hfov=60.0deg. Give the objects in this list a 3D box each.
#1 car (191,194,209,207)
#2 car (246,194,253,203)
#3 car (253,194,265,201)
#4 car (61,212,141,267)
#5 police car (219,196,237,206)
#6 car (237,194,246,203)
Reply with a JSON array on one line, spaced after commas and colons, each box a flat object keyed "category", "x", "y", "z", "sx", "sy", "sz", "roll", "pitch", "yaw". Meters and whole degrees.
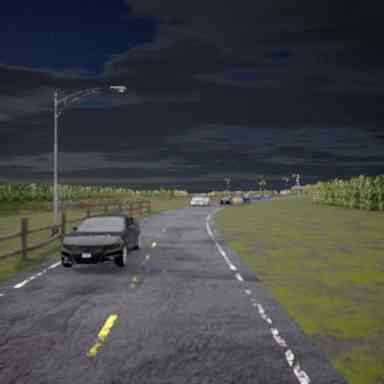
[{"category": "car", "x": 1.403, "y": 1.384, "z": 55.266, "sx": 2.150, "sy": 2.045, "sz": 5.566, "roll": 0, "pitch": 0, "yaw": 14}, {"category": "car", "x": 11.401, "y": 1.387, "z": 74.099, "sx": 2.150, "sy": 2.045, "sz": 5.566, "roll": 0, "pitch": 0, "yaw": 22}, {"category": "car", "x": 17.431, "y": 1.367, "z": 89.741, "sx": 2.097, "sy": 1.767, "sz": 4.553, "roll": 0, "pitch": 0, "yaw": 24}, {"category": "car", "x": -2.999, "y": 1.525, "z": 11.834, "sx": 1.882, "sy": 1.535, "sz": 5.008, "roll": 0, "pitch": 0, "yaw": -1}, {"category": "police car", "x": 6.215, "y": 1.587, "z": 59.310, "sx": 1.930, "sy": 1.638, "sz": 5.238, "roll": 0, "pitch": 0, "yaw": 16}, {"category": "car", "x": 9.313, "y": 1.619, "z": 68.742, "sx": 1.801, "sy": 1.575, "sz": 5.366, "roll": 0, "pitch": 0, "yaw": 20}]
